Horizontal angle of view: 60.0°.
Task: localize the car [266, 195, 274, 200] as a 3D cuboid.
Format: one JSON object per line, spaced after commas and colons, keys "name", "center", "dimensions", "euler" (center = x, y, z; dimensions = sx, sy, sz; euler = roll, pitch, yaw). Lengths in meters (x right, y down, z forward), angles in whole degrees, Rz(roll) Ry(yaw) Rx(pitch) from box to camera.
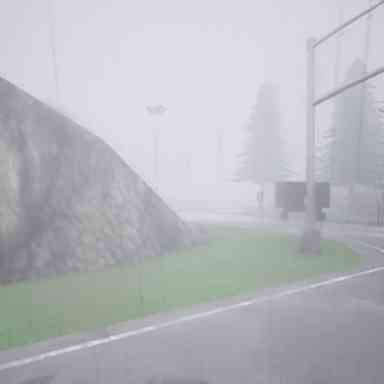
{"name": "car", "center": [20.728, 1.620, 90.237], "dimensions": [4.892, 1.490, 1.837], "euler": [1, 0, -36]}
